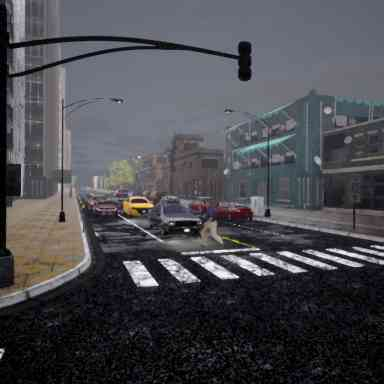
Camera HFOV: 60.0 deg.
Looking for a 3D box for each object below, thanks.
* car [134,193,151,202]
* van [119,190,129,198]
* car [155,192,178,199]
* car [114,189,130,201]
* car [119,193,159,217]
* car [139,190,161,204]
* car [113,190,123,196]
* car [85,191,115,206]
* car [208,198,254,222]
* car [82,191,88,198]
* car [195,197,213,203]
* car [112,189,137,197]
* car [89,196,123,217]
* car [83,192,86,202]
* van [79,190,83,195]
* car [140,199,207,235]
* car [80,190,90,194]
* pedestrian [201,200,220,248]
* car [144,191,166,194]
[{"bbox_3d":[-8.285,0.850,55.268,1.752,1.417,4.829,1,0,-20],"label":"car"},{"bbox_3d":[-15.639,0.360,76.014,1.690,1.788,3.998,1,0,-20],"label":"van"},{"bbox_3d":[-2.668,1.098,39.425,2.008,1.369,4.403,1,0,-20],"label":"car"},{"bbox_3d":[-12.746,0.452,60.066,2.150,2.045,5.566,0,1,-20],"label":"car"},{"bbox_3d":[-4.378,1.138,26.923,1.882,1.535,5.008,0,1,-20],"label":"car"},{"bbox_3d":[-6.370,0.717,49.879,2.192,1.841,5.009,1,0,-20],"label":"car"},{"bbox_3d":[-19.348,0.301,86.468,1.967,1.590,4.097,1,0,-20],"label":"car"},{"bbox_3d":[-8.710,1.016,31.395,1.967,1.590,4.097,1,0,-20],"label":"car"},{"bbox_3d":[2.893,1.338,23.742,1.802,1.307,4.206,1,0,-20],"label":"car"},{"bbox_3d":[-14.274,0.942,47.079,1.802,1.307,4.206,1,0,-20],"label":"car"},{"bbox_3d":[1.041,1.128,28.971,1.967,1.590,4.097,1,0,-20],"label":"car"},{"bbox_3d":[-7.666,0.888,36.207,2.097,1.767,4.553,0,1,-19],"label":"car"},{"bbox_3d":[-6.860,1.228,26.170,1.802,1.307,4.206,1,0,-20],"label":"car"},{"bbox_3d":[-12.420,1.015,41.849,1.802,1.307,4.206,1,0,-20],"label":"car"},{"bbox_3d":[-21.683,0.397,67.985,1.690,1.788,3.998,1,0,-20],"label":"van"},{"bbox_3d":[-1.115,1.329,17.694,2.033,1.411,5.357,0,1,-20],"label":"car"},{"bbox_3d":[-16.127,0.831,52.305,1.887,1.381,4.507,1,0,-20],"label":"car"},{"bbox_3d":[0.669,1.146,12.223,0.375,1.860,0.375,1,0,-20],"label":"pedestrian"},{"bbox_3d":[-4.516,0.790,44.650,2.192,1.841,5.009,1,0,-20],"label":"car"}]
